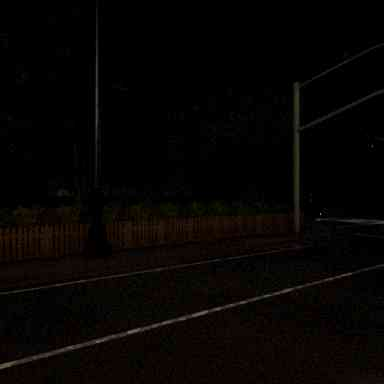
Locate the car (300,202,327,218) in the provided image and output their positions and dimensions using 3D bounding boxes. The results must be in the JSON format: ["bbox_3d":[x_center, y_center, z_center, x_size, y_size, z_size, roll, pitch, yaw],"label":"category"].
[{"bbox_3d":[9.861,1.601,30.565,1.895,1.301,4.718,0,0,-35],"label":"car"}]
